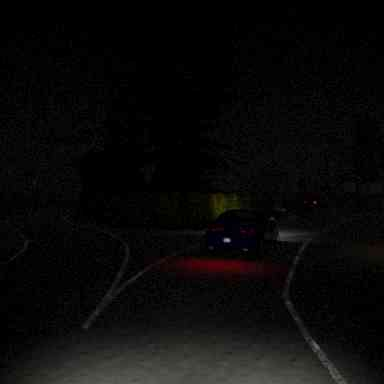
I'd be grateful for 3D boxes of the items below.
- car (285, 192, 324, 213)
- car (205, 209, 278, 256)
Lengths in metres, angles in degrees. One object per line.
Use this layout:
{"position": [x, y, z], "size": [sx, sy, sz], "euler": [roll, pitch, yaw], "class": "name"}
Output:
{"position": [11.336, 1.045, 33.808], "size": [2.150, 2.045, 5.566], "euler": [1, 0, -4], "class": "car"}
{"position": [2.103, 1.409, 13.107], "size": [1.882, 1.535, 5.008], "euler": [-1, 0, 23], "class": "car"}
